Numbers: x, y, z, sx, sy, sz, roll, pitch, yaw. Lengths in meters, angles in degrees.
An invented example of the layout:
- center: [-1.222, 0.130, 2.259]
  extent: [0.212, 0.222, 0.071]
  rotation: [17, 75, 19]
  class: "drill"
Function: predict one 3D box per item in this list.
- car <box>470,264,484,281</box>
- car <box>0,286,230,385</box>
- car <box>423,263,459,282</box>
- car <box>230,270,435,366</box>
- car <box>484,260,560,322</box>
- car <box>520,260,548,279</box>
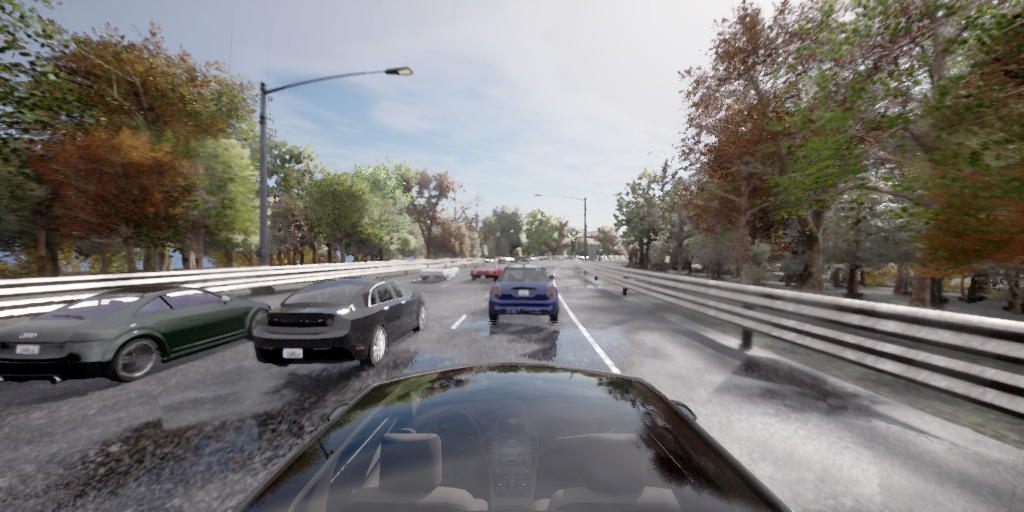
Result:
- center: [-1.877, 1.222, 28.186]
  extent: [1.895, 1.301, 4.718]
  rotation: [0, 0, 6]
  class: "car"
- center: [-6.767, 1.272, 7.051]
  extent: [1.994, 1.385, 4.181]
  rotation: [0, 0, 1]
  class: "car"
- center: [-5.455, 1.208, 27.584]
  extent: [1.895, 1.301, 4.718]
  rotation: [0, 0, 6]
  class: "car"
- center: [-3.255, 1.219, 7.851]
  extent: [1.837, 1.490, 4.892]
  rotation: [0, 0, 1]
  class: "car"
- center: [0.428, 1.057, 12.324]
  extent: [2.097, 1.767, 4.553]
  rotation: [0, 0, 2]
  class: "car"
- center: [2.012, 1.117, 31.413]
  extent: [2.128, 1.511, 4.902]
  rotation: [0, 0, 7]
  class: "car"
